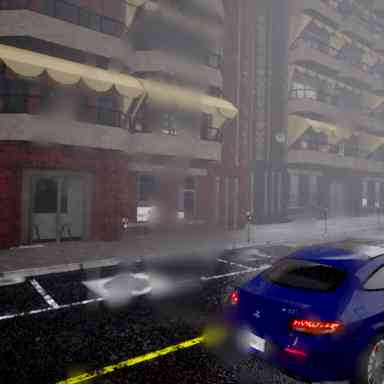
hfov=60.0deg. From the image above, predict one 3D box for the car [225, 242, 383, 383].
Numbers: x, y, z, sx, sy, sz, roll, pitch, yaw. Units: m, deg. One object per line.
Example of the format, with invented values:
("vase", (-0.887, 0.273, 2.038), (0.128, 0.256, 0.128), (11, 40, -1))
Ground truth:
("car", (2.586, 1.528, 5.125), (4.674, 1.442, 1.812), (0, 0, -35))
